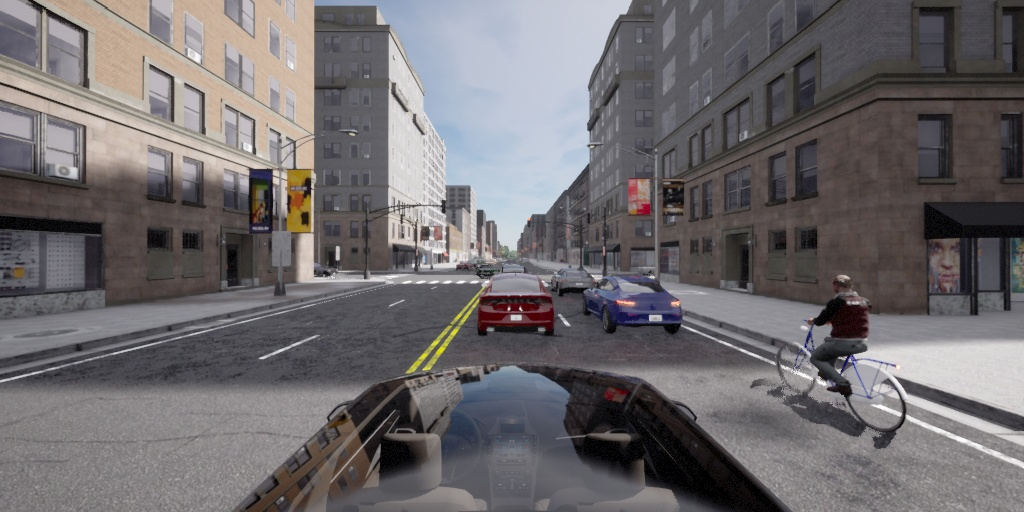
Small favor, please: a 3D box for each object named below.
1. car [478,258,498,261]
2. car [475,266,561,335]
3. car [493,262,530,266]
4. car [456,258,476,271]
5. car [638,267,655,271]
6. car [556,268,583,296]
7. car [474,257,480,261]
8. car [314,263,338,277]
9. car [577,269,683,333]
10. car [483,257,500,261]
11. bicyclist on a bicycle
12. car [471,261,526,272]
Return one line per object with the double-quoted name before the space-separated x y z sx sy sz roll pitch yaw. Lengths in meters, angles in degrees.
"car" -3.397 1.366 50.452 1.895 1.301 4.718 0 0 0
"car" 0.092 1.228 10.488 1.882 1.535 5.008 0 0 0
"car" 0.081 1.258 19.971 1.837 1.490 4.892 0 0 0
"car" -6.657 1.366 50.400 1.895 1.301 4.718 0 0 0
"car" 15.501 1.410 37.201 4.718 1.301 1.895 0 0 0
"car" 3.232 1.317 19.227 1.994 1.385 4.181 0 0 0
"car" -6.649 1.272 59.502 1.837 1.490 4.892 0 0 0
"car" -19.676 1.281 34.354 5.357 1.411 2.033 0 0 0
"car" 3.337 1.277 10.628 1.812 1.442 4.674 0 0 0
"car" -3.396 1.245 59.844 1.882 1.535 5.008 0 0 0
"bicyclist on a bicycle" 4.143 1.121 4.694 0.659 1.776 1.843 0 0 0
"car" -1.060 1.353 31.915 1.895 1.301 4.718 0 0 42
